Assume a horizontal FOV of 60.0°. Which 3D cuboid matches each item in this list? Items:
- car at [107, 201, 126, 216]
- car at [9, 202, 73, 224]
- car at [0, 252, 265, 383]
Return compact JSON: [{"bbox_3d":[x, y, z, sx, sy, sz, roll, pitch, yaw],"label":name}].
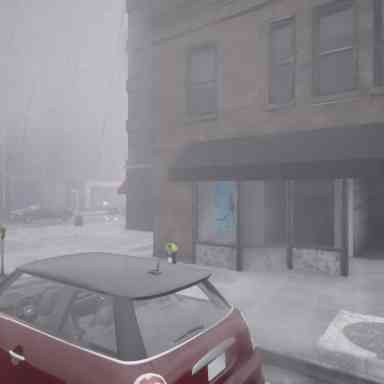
[{"bbox_3d":[-6.225,1.555,32.622,1.994,1.385,4.181,0,0,35],"label":"car"},{"bbox_3d":[-11.349,1.515,25.345,1.812,1.442,4.674,0,0,37],"label":"car"},{"bbox_3d":[-1.376,1.440,3.830,4.097,1.590,1.967,0,0,36],"label":"car"}]
